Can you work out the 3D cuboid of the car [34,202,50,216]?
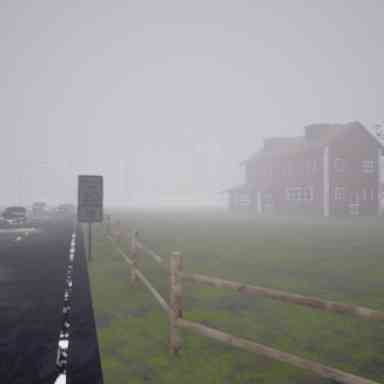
[{"bbox_3d":[-18.481,1.973,40.330,2.097,1.767,4.553,1,-1,-19],"label":"car"}]

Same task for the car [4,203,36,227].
[{"bbox_3d":[-13.518,1.852,25.665,1.837,1.490,4.892,1,-1,-19],"label":"car"}]

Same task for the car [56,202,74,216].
[{"bbox_3d":[-15.556,2.142,40.583,2.033,1.411,5.357,1,-1,-19],"label":"car"}]

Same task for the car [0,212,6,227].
[{"bbox_3d":[-9.451,1.733,13.852,1.994,1.385,4.181,1,-1,-19],"label":"car"}]

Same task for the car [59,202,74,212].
[{"bbox_3d":[-19.590,2.323,52.275,2.033,1.411,5.357,1,-1,-19],"label":"car"}]
